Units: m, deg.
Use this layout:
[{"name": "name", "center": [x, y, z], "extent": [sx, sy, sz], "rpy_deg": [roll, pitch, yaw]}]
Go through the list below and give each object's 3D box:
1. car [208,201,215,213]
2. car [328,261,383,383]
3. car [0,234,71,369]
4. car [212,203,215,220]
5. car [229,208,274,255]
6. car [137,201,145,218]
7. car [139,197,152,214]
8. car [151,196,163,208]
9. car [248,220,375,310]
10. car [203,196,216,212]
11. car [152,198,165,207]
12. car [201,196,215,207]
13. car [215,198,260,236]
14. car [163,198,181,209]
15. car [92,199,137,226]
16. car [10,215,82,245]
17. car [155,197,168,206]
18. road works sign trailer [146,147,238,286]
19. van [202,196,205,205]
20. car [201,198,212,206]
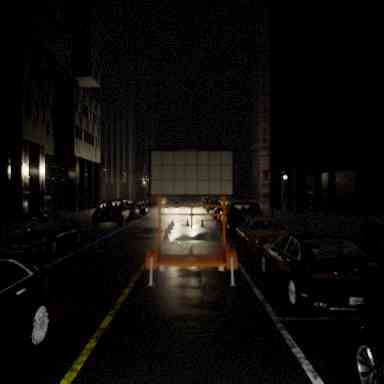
[{"name": "car", "center": [2.743, 1.733, 30.129], "extent": [1.947, 1.339, 4.313], "rpy_deg": [0, 0, 0]}, {"name": "car", "center": [2.759, 1.578, 2.120], "extent": [1.947, 1.339, 4.313], "rpy_deg": [0, 0, 0]}, {"name": "car", "center": [-3.101, 1.524, 3.437], "extent": [1.837, 1.490, 4.892], "rpy_deg": [0, 0, 0]}, {"name": "car", "center": [2.746, 1.718, 24.527], "extent": [1.802, 1.307, 4.206], "rpy_deg": [0, 0, 0]}, {"name": "car", "center": [2.752, 1.600, 13.493], "extent": [1.752, 1.417, 4.829], "rpy_deg": [0, 0, 0]}, {"name": "car", "center": [-5.782, 1.733, 30.120], "extent": [1.947, 1.339, 4.313], "rpy_deg": [0, 0, 0]}, {"name": "car", "center": [-5.786, 1.638, 35.723], "extent": [1.967, 1.590, 4.097], "rpy_deg": [0, 0, 0]}, {"name": "car", "center": [-5.796, 1.607, 52.530], "extent": [2.192, 1.841, 5.009], "rpy_deg": [0, 0, 0]}, {"name": "car", "center": [2.756, 1.594, 7.722], "extent": [2.008, 1.369, 4.403], "rpy_deg": [0, 0, 0]}, {"name": "car", "center": [2.736, 1.669, 41.332], "extent": [1.967, 1.590, 4.097], "rpy_deg": [0, 0, 0]}, {"name": "car", "center": [-5.798, 1.848, 57.961], "extent": [1.752, 1.417, 4.829], "rpy_deg": [0, 0, 0]}, {"name": "car", "center": [2.726, 1.639, 58.139], "extent": [2.192, 1.841, 5.009], "rpy_deg": [0, 0, 0]}, {"name": "car", "center": [2.748, 1.420, 18.927], "extent": [2.192, 1.841, 5.009], "rpy_deg": [0, 0, 0]}, {"name": "car", "center": [-3.035, 1.813, 51.512], "extent": [1.812, 1.442, 4.674], "rpy_deg": [0, -1, 0]}, {"name": "car", "center": [-5.780, 1.451, 24.520], "extent": [2.192, 1.841, 5.009], "rpy_deg": [0, 0, 0]}, {"name": "car", "center": [-5.773, 1.625, 13.314], "extent": [2.008, 1.369, 4.403], "rpy_deg": [0, 0, 0]}, {"name": "car", "center": [-5.802, 1.795, 63.734], "extent": [1.967, 1.590, 4.097], "rpy_deg": [0, 0, 0]}, {"name": "road works sign trailer", "center": [-0.005, 0.517, 9.526], "extent": [2.380, 3.560, 2.880], "rpy_deg": [0, 0, 0]}, {"name": "van", "center": [2.732, 1.602, 46.935], "extent": [1.690, 1.788, 3.998], "rpy_deg": [0, 0, 0]}, {"name": "car", "center": [2.724, 1.906, 63.739], "extent": [2.008, 1.369, 4.403], "rpy_deg": [0, 0, 0]}]
